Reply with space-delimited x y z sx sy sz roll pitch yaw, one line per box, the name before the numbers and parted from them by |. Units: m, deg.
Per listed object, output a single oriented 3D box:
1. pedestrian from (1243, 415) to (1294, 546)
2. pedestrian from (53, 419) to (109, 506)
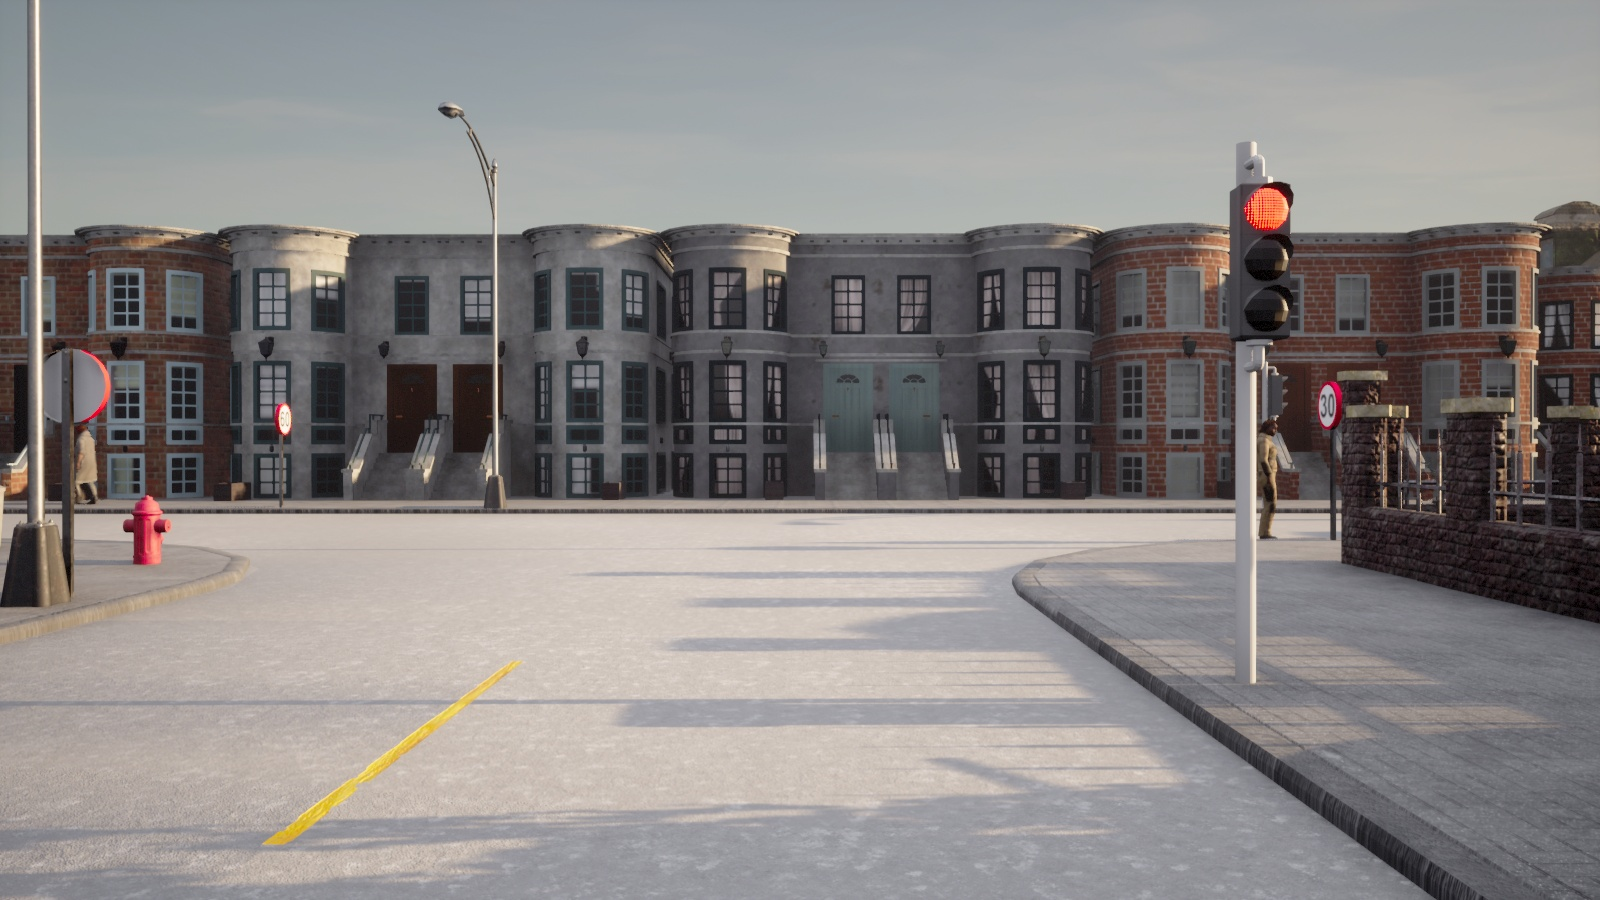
pedestrian | 6.994 0.445 18.756 0.692 1.930 0.396 0 0 18
pedestrian | -16.300 0.281 28.471 0.873 1.952 0.659 0 0 1
